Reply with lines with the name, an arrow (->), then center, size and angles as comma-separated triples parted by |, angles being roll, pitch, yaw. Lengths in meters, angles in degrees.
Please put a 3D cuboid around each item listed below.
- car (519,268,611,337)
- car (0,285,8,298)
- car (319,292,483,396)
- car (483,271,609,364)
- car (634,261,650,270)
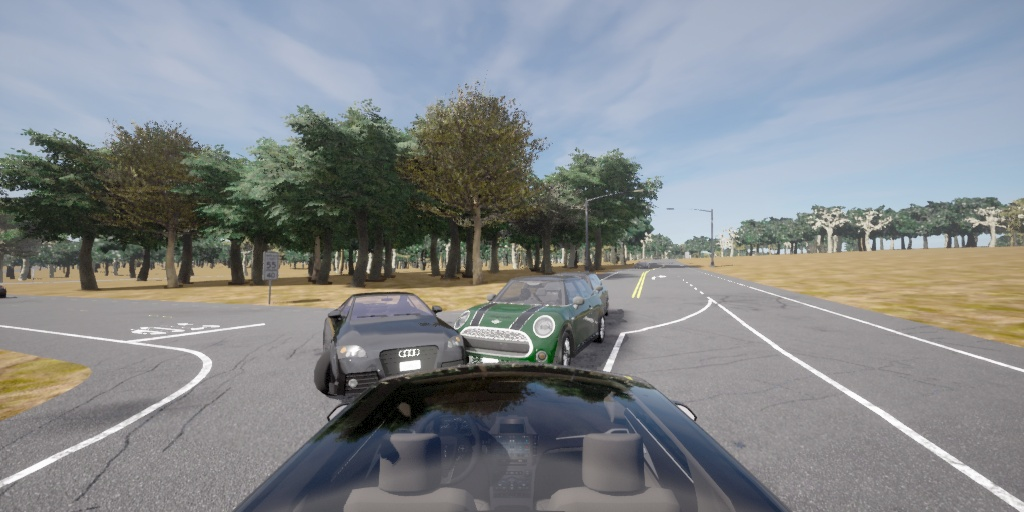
car -> 2.024, 1.344, 12.169 | 2.097, 1.767, 4.553 | -1, -1, 21
car -> -40.855, 2.561, 27.428 | 4.181, 1.385, 1.994 | -2, -3, 22
car -> -2.355, 1.376, 6.652 | 1.994, 1.385, 4.181 | 1, -2, -29
car -> 0.616, 1.218, 7.856 | 2.097, 1.767, 4.553 | -1, -2, 26
car -> 21.532, 1.538, 59.331 | 1.994, 1.385, 4.181 | -1, 0, 28
